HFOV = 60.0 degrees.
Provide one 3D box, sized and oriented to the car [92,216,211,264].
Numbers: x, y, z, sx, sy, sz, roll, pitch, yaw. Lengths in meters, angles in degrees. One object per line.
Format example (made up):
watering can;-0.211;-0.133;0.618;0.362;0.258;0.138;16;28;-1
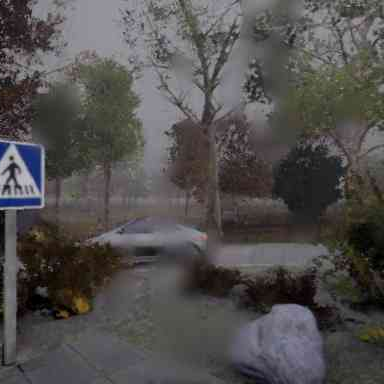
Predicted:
car;-1.526;1.446;10.024;4.181;1.385;1.994;-2;0;0
